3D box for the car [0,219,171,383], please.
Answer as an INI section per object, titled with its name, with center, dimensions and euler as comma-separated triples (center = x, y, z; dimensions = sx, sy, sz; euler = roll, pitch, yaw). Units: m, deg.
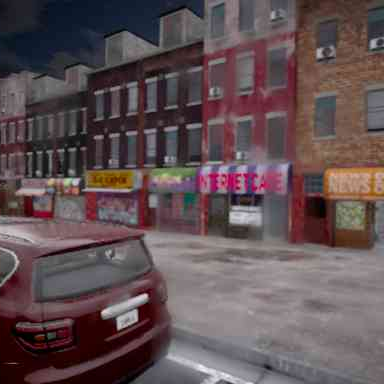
[car]
center = -2.570, 1.320, 4.622
dimensions = 5.009, 1.841, 2.192
euler = 0, 1, 36
